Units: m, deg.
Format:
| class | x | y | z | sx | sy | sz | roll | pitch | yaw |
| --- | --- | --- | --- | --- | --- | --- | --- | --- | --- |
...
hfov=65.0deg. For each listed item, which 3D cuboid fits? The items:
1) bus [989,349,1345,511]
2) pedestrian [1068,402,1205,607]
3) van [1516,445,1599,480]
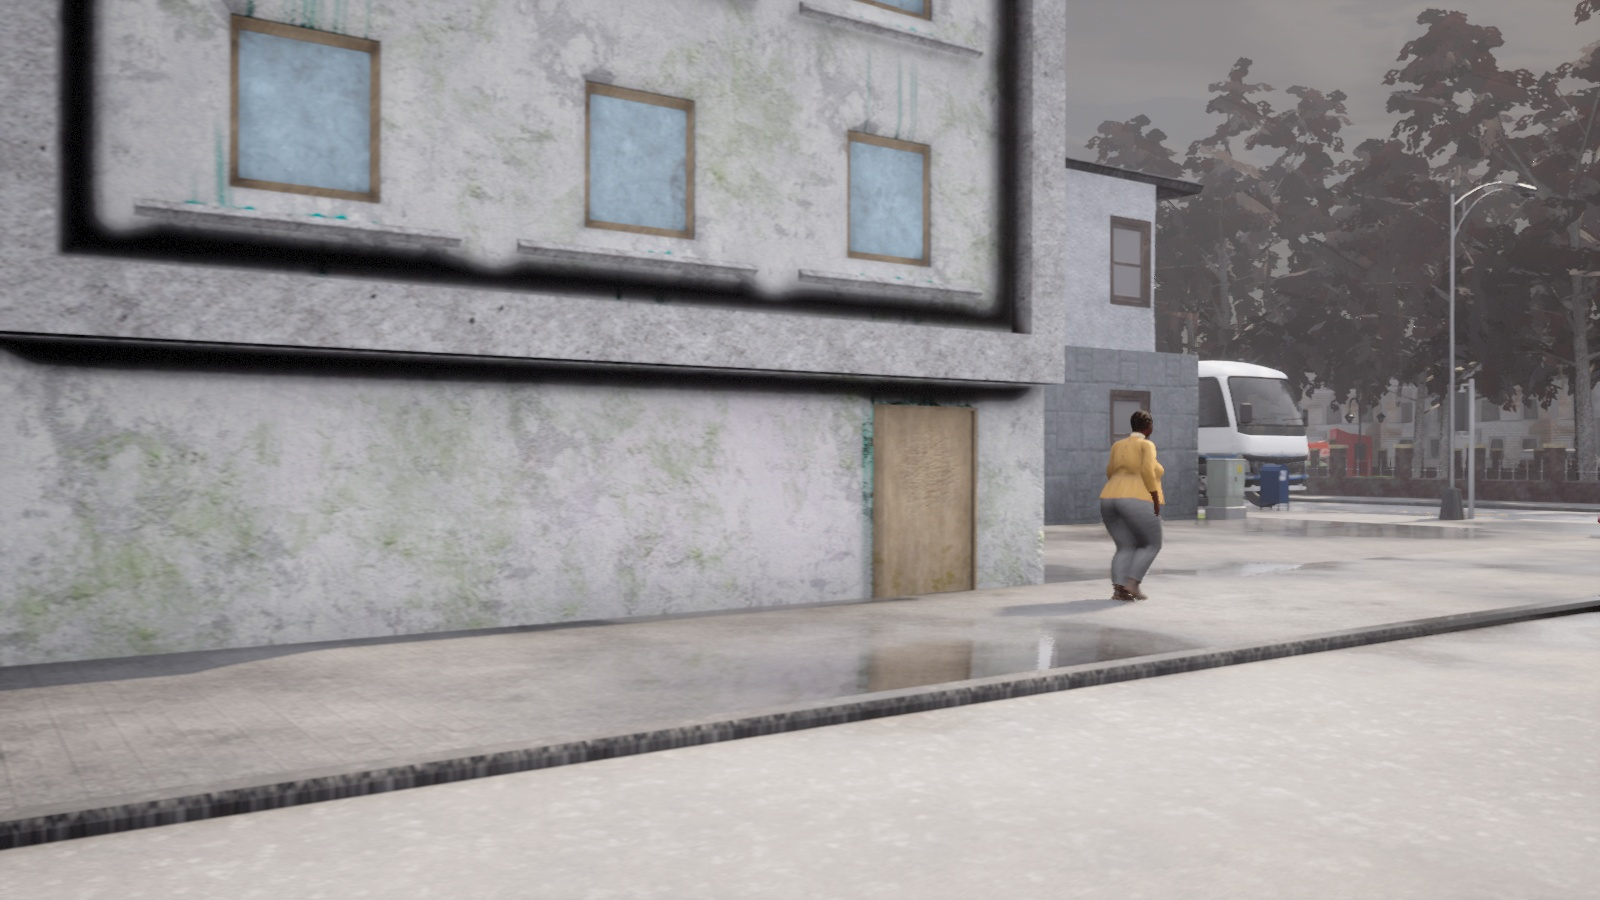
| class | x | y | z | sx | sy | sz | roll | pitch | yaw |
| --- | --- | --- | --- | --- | --- | --- | --- | --- | --- |
| bus | 10.733 | -0.509 | 38.269 | 3.944 | 4.253 | 10.273 | 0 | 0 | -34 |
| pedestrian | 3.186 | 0.492 | 11.926 | 0.900 | 1.855 | 0.874 | 0 | 0 | -31 |
| van | 45.349 | 0.718 | 74.740 | 1.775 | 1.987 | 4.442 | 0 | 0 | -35 |
